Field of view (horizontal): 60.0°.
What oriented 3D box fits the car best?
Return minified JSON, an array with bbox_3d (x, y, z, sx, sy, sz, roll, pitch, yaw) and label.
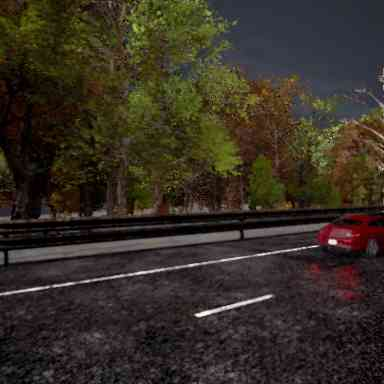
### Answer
[{"bbox_3d":[6.763,1.585,12.940,4.674,1.442,1.812,0,0,-36],"label":"car"}]
